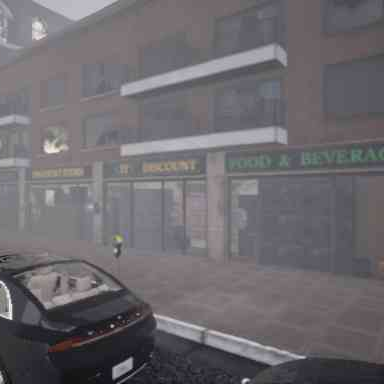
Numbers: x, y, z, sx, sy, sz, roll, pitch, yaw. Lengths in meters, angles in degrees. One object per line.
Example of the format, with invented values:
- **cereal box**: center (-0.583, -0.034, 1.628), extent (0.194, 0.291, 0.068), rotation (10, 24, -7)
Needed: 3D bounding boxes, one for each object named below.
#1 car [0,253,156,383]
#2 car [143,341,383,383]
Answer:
- **car**: center (-2.480, 1.551, 4.648), extent (4.403, 1.369, 2.008), rotation (0, 0, 36)
- **car**: center (2.117, 1.551, 1.366), extent (4.403, 1.369, 2.008), rotation (0, 0, 36)
